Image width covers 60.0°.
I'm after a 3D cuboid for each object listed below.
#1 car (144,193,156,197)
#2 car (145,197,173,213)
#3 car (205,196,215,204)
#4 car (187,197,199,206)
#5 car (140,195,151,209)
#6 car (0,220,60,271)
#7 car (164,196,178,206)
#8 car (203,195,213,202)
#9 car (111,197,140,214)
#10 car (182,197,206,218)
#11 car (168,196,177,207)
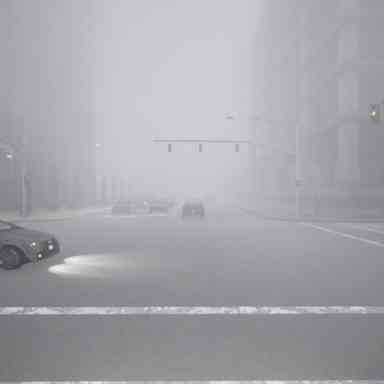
[{"bbox_3d":[-7.070,1.220,54.657,2.150,2.045,5.566,0,0,0],"label":"car"},{"bbox_3d":[-3.588,1.546,37.057,2.033,1.411,5.357,0,0,0],"label":"car"},{"bbox_3d":[3.521,1.489,64.594,2.128,1.511,4.902,0,0,0],"label":"car"},{"bbox_3d":[0.118,1.561,56.911,1.994,1.385,4.181,0,0,0],"label":"car"},{"bbox_3d":[-7.083,1.503,44.293,1.837,1.490,4.892,0,0,0],"label":"car"},{"bbox_3d":[-6.390,1.537,10.321,4.181,1.385,1.994,0,0,-1],"label":"car"},{"bbox_3d":[-3.565,1.490,57.066,2.128,1.511,4.902,0,0,0],"label":"car"},{"bbox_3d":[3.524,1.505,73.669,1.812,1.442,4.674,0,0,0],"label":"car"},{"bbox_3d":[-7.089,1.504,34.889,1.837,1.490,4.892,0,0,0],"label":"car"},{"bbox_3d":[0.120,1.477,30.719,1.882,1.535,5.008,0,0,1],"label":"car"},{"bbox_3d":[-3.584,1.476,46.703,1.882,1.535,5.008,0,0,0],"label":"car"}]
